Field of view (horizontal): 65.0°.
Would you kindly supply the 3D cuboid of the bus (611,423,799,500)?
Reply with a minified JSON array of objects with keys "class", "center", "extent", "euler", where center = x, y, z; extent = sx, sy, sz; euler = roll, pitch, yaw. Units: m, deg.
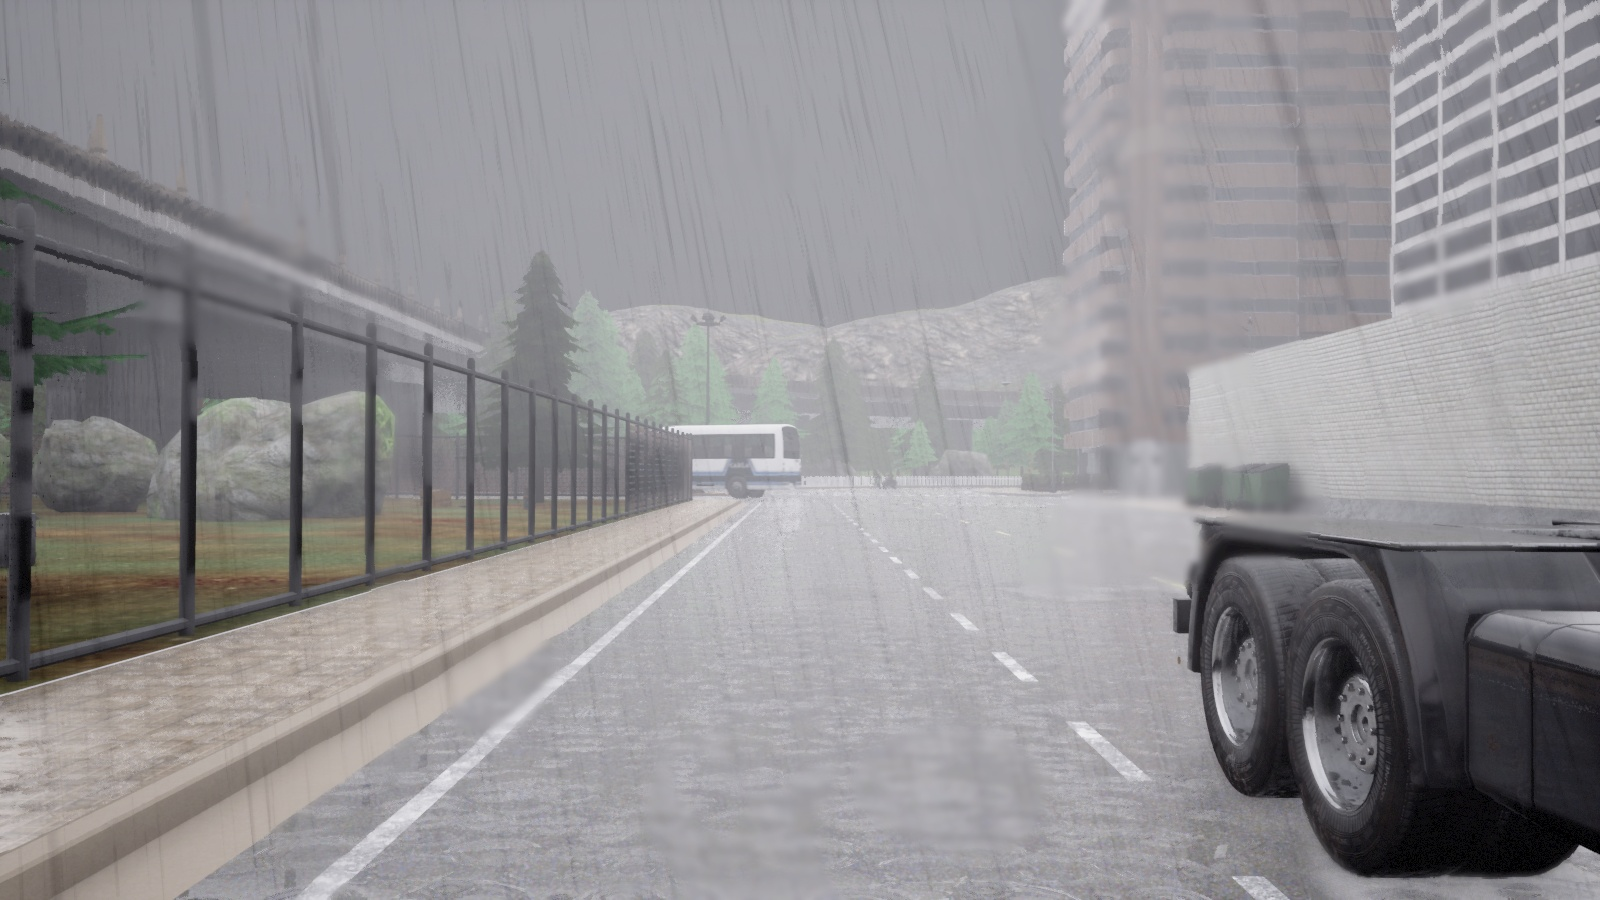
[{"class":"bus","center":[-5.566,0.735,73.731],"extent":[10.273,4.253,3.944],"euler":[-1,-1,20]}]

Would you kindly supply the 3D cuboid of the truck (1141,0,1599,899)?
[{"class":"truck","center":[3.487,-0.123,3.466],"extent":[2.891,3.462,7.936],"euler":[0,-1,0]}]
